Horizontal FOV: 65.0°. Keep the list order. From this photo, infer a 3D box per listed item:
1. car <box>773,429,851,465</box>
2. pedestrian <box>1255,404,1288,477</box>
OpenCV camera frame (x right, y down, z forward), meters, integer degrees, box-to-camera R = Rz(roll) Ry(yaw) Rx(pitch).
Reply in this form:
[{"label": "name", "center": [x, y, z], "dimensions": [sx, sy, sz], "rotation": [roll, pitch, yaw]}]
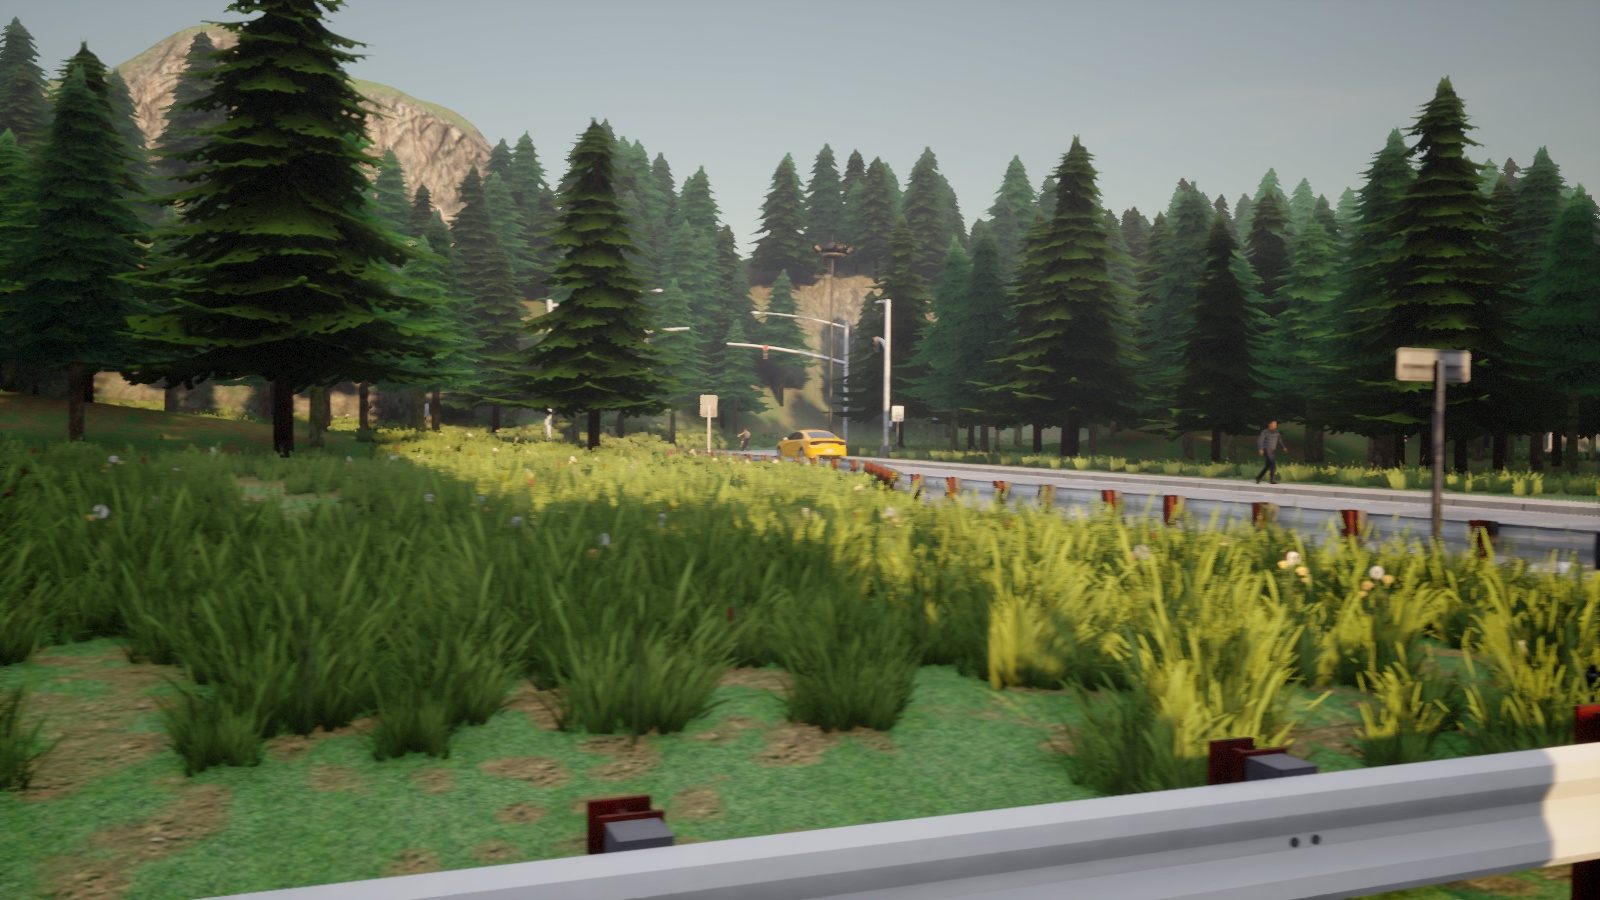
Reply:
[{"label": "car", "center": [0.475, -0.172, 56.096], "dimensions": [1.882, 1.535, 5.008], "rotation": [-1, 1, -20]}, {"label": "pedestrian", "center": [12.720, -0.257, 33.892], "dimensions": [0.423, 1.949, 0.788], "rotation": [-1, 1, -20]}]
